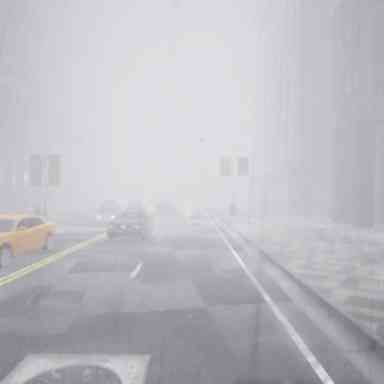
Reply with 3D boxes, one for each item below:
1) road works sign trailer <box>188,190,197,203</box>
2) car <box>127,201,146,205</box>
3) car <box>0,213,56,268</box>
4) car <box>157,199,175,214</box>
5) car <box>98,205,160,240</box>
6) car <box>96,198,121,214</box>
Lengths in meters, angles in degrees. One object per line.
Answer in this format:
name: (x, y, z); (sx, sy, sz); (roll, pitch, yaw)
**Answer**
road works sign trailer: (0.087, 1.275, 92.154); (2.380, 3.560, 2.880); (2, -1, 0)
car: (-6.599, 1.788, 39.549); (1.882, 1.535, 5.008); (0, -1, 0)
car: (-6.560, 1.549, 11.726); (1.882, 1.535, 5.008); (0, 0, 1)
car: (-3.168, 1.672, 40.526); (2.097, 1.767, 4.553); (0, -1, 0)
car: (-3.161, 1.665, 17.840); (2.033, 1.411, 5.357); (0, 0, 0)
car: (-9.847, 1.663, 39.728); (2.097, 1.767, 4.553); (0, 0, 0)
